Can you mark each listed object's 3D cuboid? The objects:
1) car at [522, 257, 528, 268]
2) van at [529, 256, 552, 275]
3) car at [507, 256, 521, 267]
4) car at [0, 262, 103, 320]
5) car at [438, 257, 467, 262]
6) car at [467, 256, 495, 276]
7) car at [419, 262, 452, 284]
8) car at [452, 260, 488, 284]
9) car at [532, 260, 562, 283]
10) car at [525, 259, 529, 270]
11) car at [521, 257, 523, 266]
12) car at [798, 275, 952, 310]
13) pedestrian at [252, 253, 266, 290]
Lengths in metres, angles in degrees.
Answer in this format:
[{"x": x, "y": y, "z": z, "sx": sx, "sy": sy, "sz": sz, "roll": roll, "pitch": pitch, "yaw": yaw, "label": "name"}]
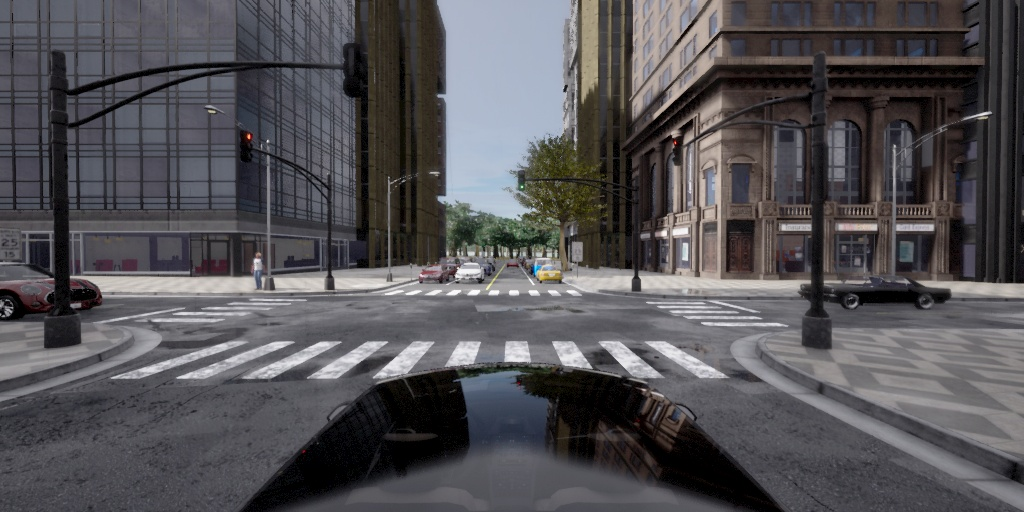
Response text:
[{"x": 2.768, "y": 1.209, "z": 49.823, "sx": 1.751, "sy": 1.417, "sz": 4.829, "roll": 0, "pitch": 0, "yaw": 0, "label": "car"}, {"x": 2.766, "y": 1.061, "z": 32.614, "sx": 1.690, "sy": 1.789, "sz": 3.998, "roll": 0, "pitch": 0, "yaw": 0, "label": "van"}, {"x": 0.107, "y": 1.218, "z": 60.628, "sx": 1.994, "sy": 1.385, "sz": 4.181, "roll": 0, "pitch": 0, "yaw": 0, "label": "car"}, {"x": -16.270, "y": 0.991, "z": 11.518, "sx": 4.553, "sy": 1.767, "sz": 2.097, "roll": 1, "pitch": 1, "yaw": 0, "label": "car"}, {"x": -5.759, "y": 1.035, "z": 32.607, "sx": 2.192, "sy": 1.841, "sz": 5.009, "roll": 0, "pitch": 0, "yaw": 0, "label": "car"}, {"x": -3.094, "y": 1.067, "z": 36.050, "sx": 2.097, "sy": 1.767, "sz": 4.553, "roll": 0, "pitch": 0, "yaw": 0, "label": "car"}, {"x": -5.760, "y": 1.311, "z": 26.926, "sx": 1.802, "sy": 1.307, "sz": 4.207, "roll": 0, "pitch": 0, "yaw": 0, "label": "car"}, {"x": -3.094, "y": 1.255, "z": 27.170, "sx": 1.812, "sy": 1.442, "sz": 4.674, "roll": 0, "pitch": 0, "yaw": 0, "label": "car"}, {"x": 2.765, "y": 1.255, "z": 27.104, "sx": 1.751, "sy": 1.417, "sz": 4.829, "roll": 0, "pitch": 0, "yaw": 0, "label": "car"}, {"x": 2.767, "y": 1.276, "z": 38.294, "sx": 1.948, "sy": 1.339, "sz": 4.313, "roll": 0, "pitch": 0, "yaw": 0, "label": "car"}, {"x": 2.769, "y": 1.214, "z": 55.332, "sx": 1.888, "sy": 1.381, "sz": 4.507, "roll": 0, "pitch": 0, "yaw": 0, "label": "car"}, {"x": 14.711, "y": 1.444, "z": 14.777, "sx": 4.718, "sy": 1.301, "sz": 1.895, "roll": 0, "pitch": 1, "yaw": 0, "label": "car"}, {"x": -12.521, "y": 0.741, "z": 17.756, "sx": 0.375, "sy": 1.860, "sz": 0.375, "roll": 0, "pitch": 0, "yaw": 0, "label": "pedestrian"}]
